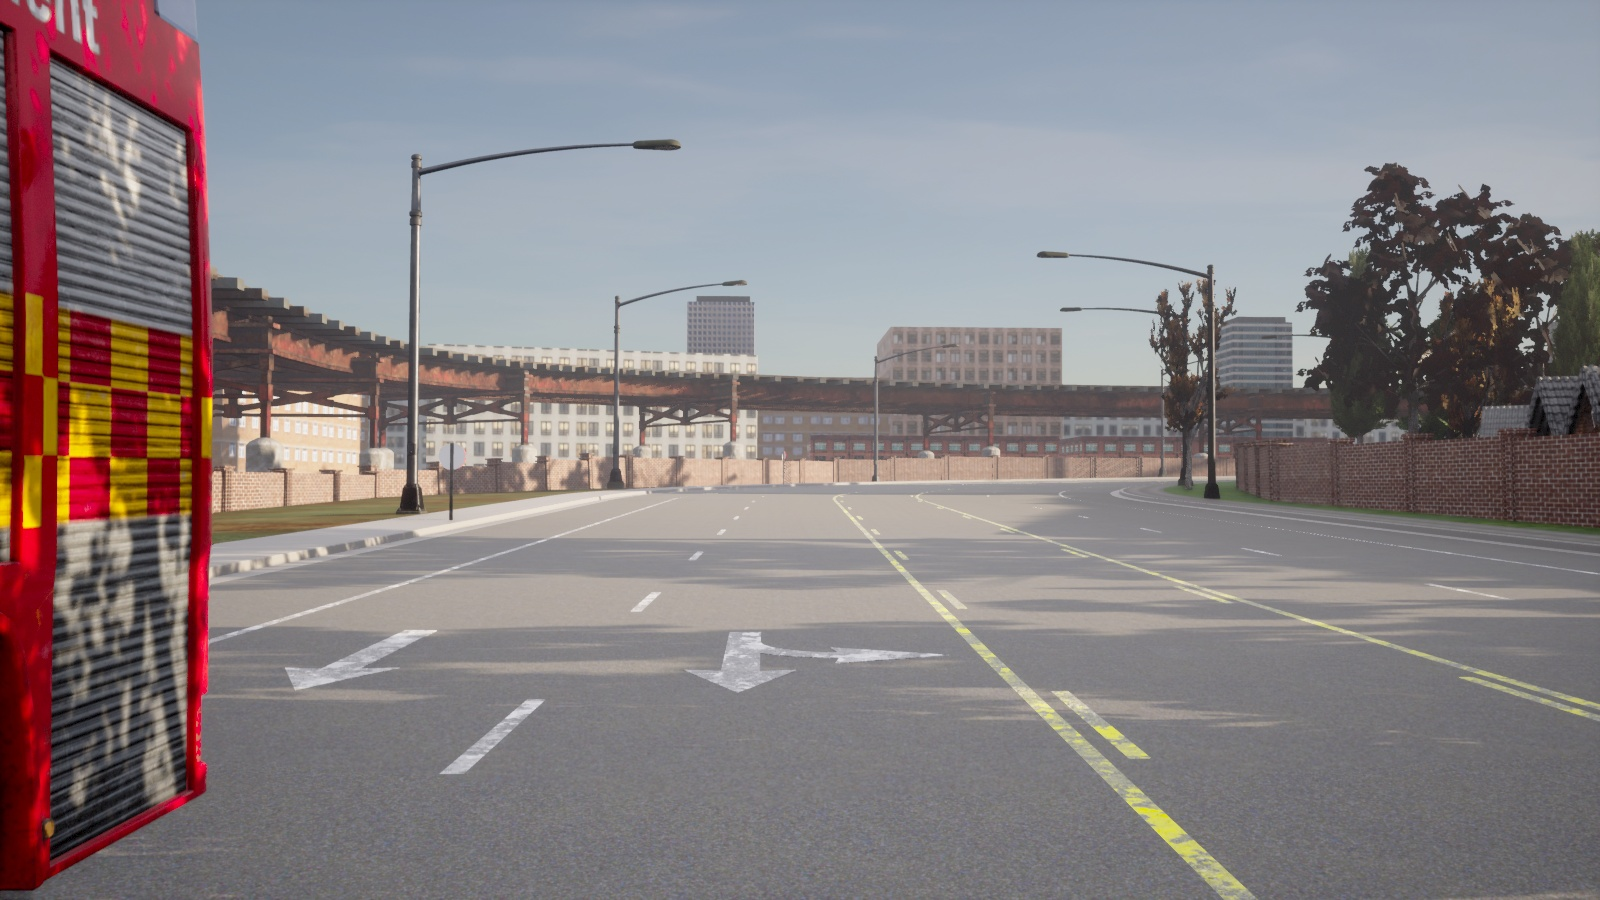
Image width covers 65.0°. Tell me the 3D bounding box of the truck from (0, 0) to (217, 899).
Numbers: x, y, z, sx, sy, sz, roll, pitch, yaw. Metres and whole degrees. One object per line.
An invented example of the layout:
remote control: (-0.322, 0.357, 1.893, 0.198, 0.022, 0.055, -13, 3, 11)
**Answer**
truck: (-3.504, -0.333, 0.213, 2.891, 3.827, 8.468, 0, -1, 0)
